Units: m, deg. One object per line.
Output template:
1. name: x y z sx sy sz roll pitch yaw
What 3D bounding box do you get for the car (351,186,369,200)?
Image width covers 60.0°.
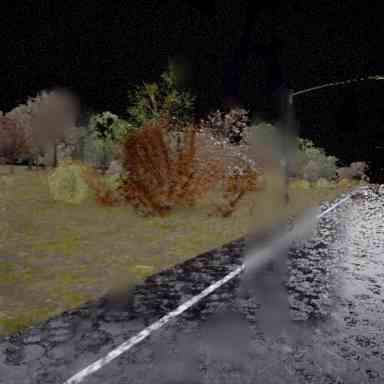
1. car: 22.929 0.080 45.311 2.097 1.767 4.553 4 3 28

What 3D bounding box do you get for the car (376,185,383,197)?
1. car: 33.276 -0.201 56.971 2.150 2.045 5.566 3 3 28

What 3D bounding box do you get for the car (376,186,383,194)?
1. car: 42.801 -0.527 75.109 2.097 1.767 4.553 3 3 28
